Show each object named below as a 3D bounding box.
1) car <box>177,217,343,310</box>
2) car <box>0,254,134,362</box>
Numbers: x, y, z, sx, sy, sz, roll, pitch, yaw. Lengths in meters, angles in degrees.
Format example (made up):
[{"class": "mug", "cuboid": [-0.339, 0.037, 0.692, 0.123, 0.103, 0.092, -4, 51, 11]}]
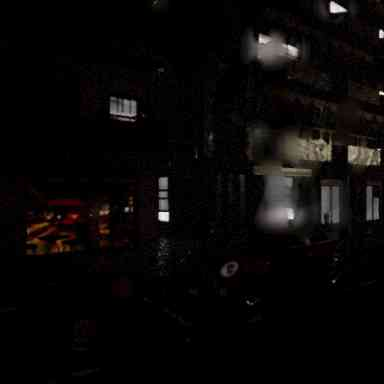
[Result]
[{"class": "car", "cuboid": [1.633, 1.441, 7.730, 4.097, 1.590, 1.967, 0, 0, -35]}, {"class": "car", "cuboid": [-2.866, 1.582, 4.521, 4.206, 1.307, 1.802, 0, 0, -35]}]
